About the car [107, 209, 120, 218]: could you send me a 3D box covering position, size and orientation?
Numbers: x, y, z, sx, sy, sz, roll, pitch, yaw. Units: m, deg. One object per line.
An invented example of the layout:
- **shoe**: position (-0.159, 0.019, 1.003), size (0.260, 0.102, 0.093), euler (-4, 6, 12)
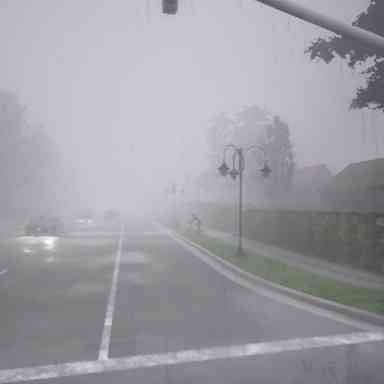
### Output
- **car**: position (-13.368, 3.646, 56.549), size (1.994, 1.385, 4.181), euler (2, -2, -11)

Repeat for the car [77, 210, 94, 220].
- **car**: position (-15.287, 3.272, 48.159), size (1.994, 1.385, 4.181), euler (2, -2, -11)

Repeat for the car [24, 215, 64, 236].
- **car**: position (-10.608, 2.371, 24.151), size (1.994, 1.385, 4.181), euler (2, -2, -11)

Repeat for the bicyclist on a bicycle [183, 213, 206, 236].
- **bicyclist on a bicycle**: position (0.201, 2.293, 23.553), size (1.656, 1.620, 0.582), euler (1, -2, -11)

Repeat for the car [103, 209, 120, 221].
- **car**: position (-11.332, 3.223, 46.552), size (1.837, 1.490, 4.892), euler (2, -2, -11)
